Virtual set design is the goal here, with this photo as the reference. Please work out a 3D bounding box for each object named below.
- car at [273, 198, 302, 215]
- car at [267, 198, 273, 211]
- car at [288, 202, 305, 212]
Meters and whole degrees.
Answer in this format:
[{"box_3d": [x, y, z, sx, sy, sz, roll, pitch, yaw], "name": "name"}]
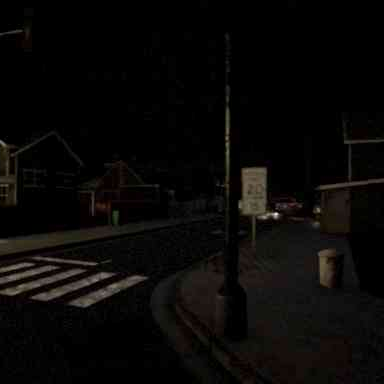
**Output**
[{"box_3d": [12.024, 1.747, 41.688, 2.150, 2.045, 5.566, 0, -1, 23], "name": "car"}, {"box_3d": [11.633, 1.833, 47.840, 2.150, 2.045, 5.566, 0, -1, 23], "name": "car"}, {"box_3d": [16.321, 2.239, 51.750, 2.033, 1.411, 5.357, 0, -1, 23], "name": "car"}]
